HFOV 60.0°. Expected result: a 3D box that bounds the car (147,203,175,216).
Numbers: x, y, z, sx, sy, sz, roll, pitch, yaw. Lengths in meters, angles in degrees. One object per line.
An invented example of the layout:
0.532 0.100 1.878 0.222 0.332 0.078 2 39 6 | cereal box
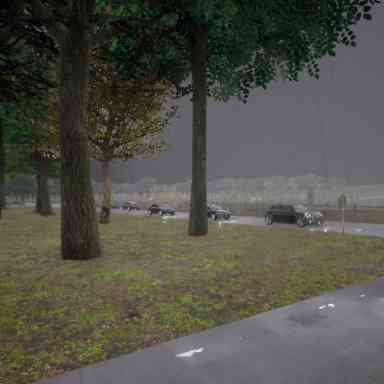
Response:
-3.994 2.213 42.563 1.837 1.490 4.892 -1 0 -35 | car

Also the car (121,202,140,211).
-10.638 2.434 57.146 1.837 1.490 4.892 -1 0 -35 | car

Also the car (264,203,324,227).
7.820 1.687 25.698 2.097 1.767 4.553 -1 0 -35 | car

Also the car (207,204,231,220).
1.953 2.028 34.069 1.837 1.490 4.892 -1 0 -35 | car

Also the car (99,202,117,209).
-16.586 2.653 65.620 2.033 1.411 5.357 -1 0 -35 | car
